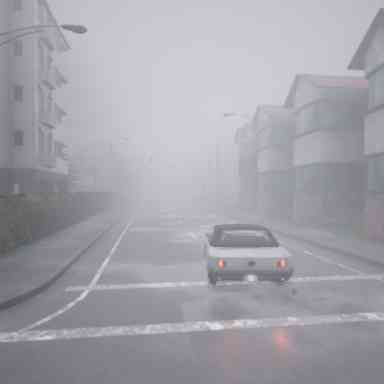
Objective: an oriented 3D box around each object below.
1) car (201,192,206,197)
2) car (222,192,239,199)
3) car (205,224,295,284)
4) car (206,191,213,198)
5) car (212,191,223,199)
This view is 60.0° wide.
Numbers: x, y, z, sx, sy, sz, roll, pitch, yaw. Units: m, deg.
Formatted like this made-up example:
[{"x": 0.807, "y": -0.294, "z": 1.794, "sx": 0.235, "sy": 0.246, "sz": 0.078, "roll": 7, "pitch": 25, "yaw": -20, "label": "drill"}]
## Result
[{"x": 5.696, "y": 0.648, "z": 94.167, "sx": 4.605, "sy": 1.855, "sz": 1.932, "roll": 0, "pitch": 0, "yaw": -7, "label": "car"}, {"x": 9.247, "y": 0.869, "z": 72.325, "sx": 3.806, "sy": 1.475, "sz": 1.970, "roll": 0, "pitch": 0, "yaw": -7, "label": "car"}, {"x": 1.336, "y": 1.553, "z": 9.380, "sx": 1.895, "sy": 1.301, "sz": 4.718, "roll": 0, "pitch": 0, "yaw": 2, "label": "car"}, {"x": 6.476, "y": 0.637, "z": 91.338, "sx": 3.866, "sy": 1.878, "sz": 1.905, "roll": 0, "pitch": 0, "yaw": -7, "label": "car"}, {"x": 8.108, "y": 0.766, "z": 78.648, "sx": 5.027, "sy": 1.636, "sz": 2.152, "roll": 0, "pitch": 0, "yaw": -7, "label": "car"}]
